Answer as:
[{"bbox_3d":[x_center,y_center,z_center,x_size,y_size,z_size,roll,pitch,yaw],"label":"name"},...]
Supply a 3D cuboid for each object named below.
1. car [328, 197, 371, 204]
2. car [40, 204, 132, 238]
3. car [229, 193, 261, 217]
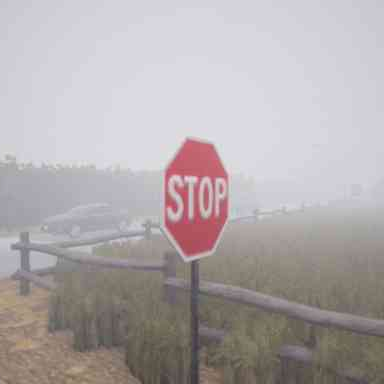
[{"bbox_3d":[19.379,1.318,40.769,4.718,1.301,1.895,-1,0,0],"label":"car"},{"bbox_3d":[-5.251,1.389,17.110,1.837,1.490,4.892,1,0,36],"label":"car"},{"bbox_3d":[4.370,1.078,30.504,2.150,2.045,5.566,1,0,36],"label":"car"}]
